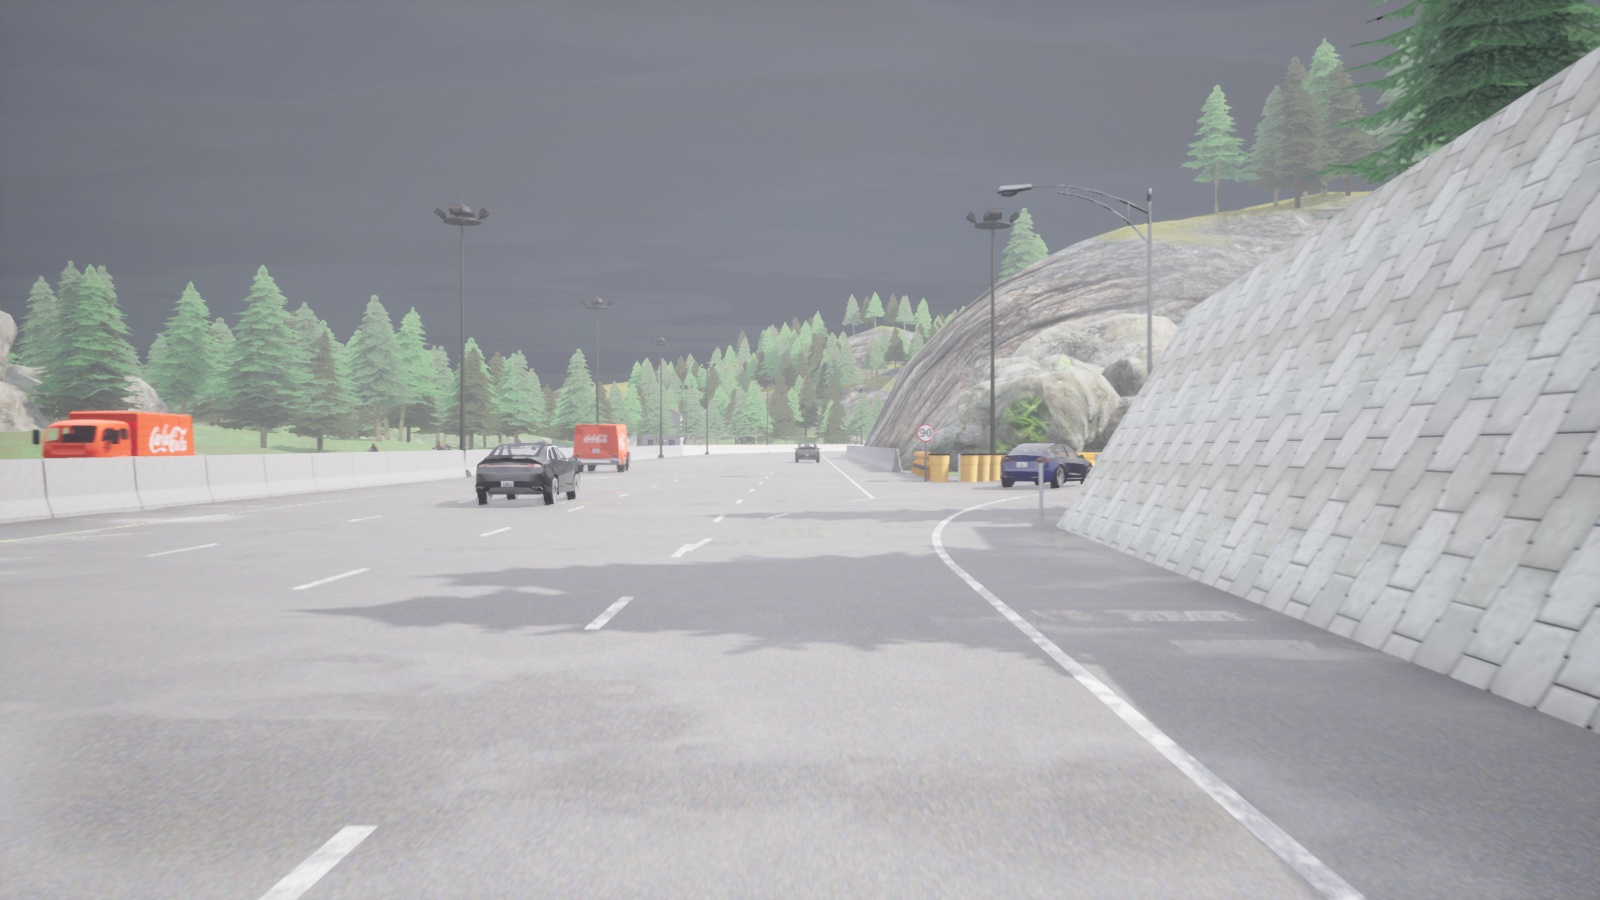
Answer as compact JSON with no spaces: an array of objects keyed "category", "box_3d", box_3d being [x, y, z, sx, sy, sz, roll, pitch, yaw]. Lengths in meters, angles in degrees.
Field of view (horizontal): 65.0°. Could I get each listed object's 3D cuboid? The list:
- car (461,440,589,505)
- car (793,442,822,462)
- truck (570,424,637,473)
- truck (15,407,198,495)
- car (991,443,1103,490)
[{"category":"car","box_3d":[-6.805,0.519,31.688,2.128,1.511,4.902,0,0,0]},{"category":"car","box_3d":[0.564,0.159,96.457,2.128,1.511,4.902,0,0,0]},{"category":"truck","box_3d":[-10.115,-0.111,65.079,2.627,2.467,5.204,0,1,0]},{"category":"truck","box_3d":[-20.769,0.033,37.966,2.627,2.467,5.204,0,0,0]},{"category":"car","box_3d":[8.353,0.515,42.201,2.163,1.488,4.792,0,0,31]}]
